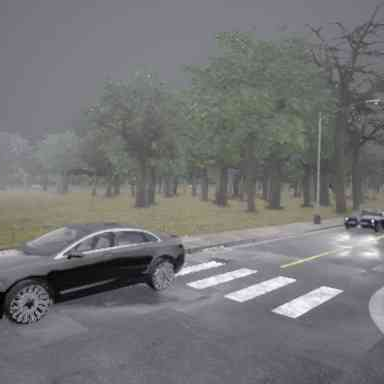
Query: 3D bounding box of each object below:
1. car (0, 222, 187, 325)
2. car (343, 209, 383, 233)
[{"bbox_3d":[-2.257,1.440,7.143,2.128,1.511,4.902,1,0,44],"label":"car"},{"bbox_3d":[11.308,1.734,21.044,1.895,1.301,4.718,2,1,44],"label":"car"}]
